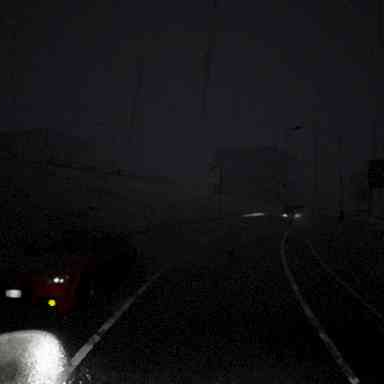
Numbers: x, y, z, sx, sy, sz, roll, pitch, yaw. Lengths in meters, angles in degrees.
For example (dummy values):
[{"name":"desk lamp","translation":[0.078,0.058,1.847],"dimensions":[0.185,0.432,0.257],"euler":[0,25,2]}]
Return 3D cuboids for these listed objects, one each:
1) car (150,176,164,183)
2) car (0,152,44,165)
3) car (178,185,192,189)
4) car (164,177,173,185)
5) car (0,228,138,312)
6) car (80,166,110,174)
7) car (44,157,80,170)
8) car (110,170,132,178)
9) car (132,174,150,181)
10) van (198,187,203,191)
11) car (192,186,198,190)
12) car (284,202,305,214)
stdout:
[{"name":"car","translation":[-7.509,-2.058,60.185],"dimensions":[2.185,1.767,4.553],"euler":[-1,-3,21]},{"name":"car","translation":[-18.561,-3.295,34.688],"dimensions":[2.097,1.535,5.008],"euler":[-1,-3,27]},{"name":"car","translation":[-2.209,-0.876,75.929],"dimensions":[2.002,1.452,4.674],"euler":[-1,-4,17]},{"name":"car","translation":[-5.600,-1.865,65.459],"dimensions":[2.435,2.045,5.566],"euler":[-1,-3,20]},{"name":"car","translation":[-2.739,1.567,7.676],"dimensions":[1.994,1.385,4.181],"euler":[0,0,9]},{"name":"car","translation":[-13.770,-2.729,44.852],"dimensions":[2.163,1.488,4.792],"euler":[-1,-3,25]},{"name":"car","translation":[-16.148,-3.158,39.657],"dimensions":[2.185,1.767,4.553],"euler":[-1,-3,26]},{"name":"car","translation":[-11.573,-2.453,49.909],"dimensions":[2.002,1.452,4.674],"euler":[-1,-3,23]},{"name":"car","translation":[-9.523,-2.227,54.923],"dimensions":[2.231,1.521,4.892],"euler":[-1,-3,22]},{"name":"van","translation":[0.851,-0.338,86.708],"dimensions":[1.878,1.987,4.442],"euler":[0,-4,15]},{"name":"car","translation":[-0.658,-0.491,81.236],"dimensions":[2.002,1.452,4.674],"euler":[-1,-4,16]},{"name":"car","translation":[14.058,2.170,45.553],"dimensions":[1.882,1.535,5.008],"euler":[-1,-2,31]}]
